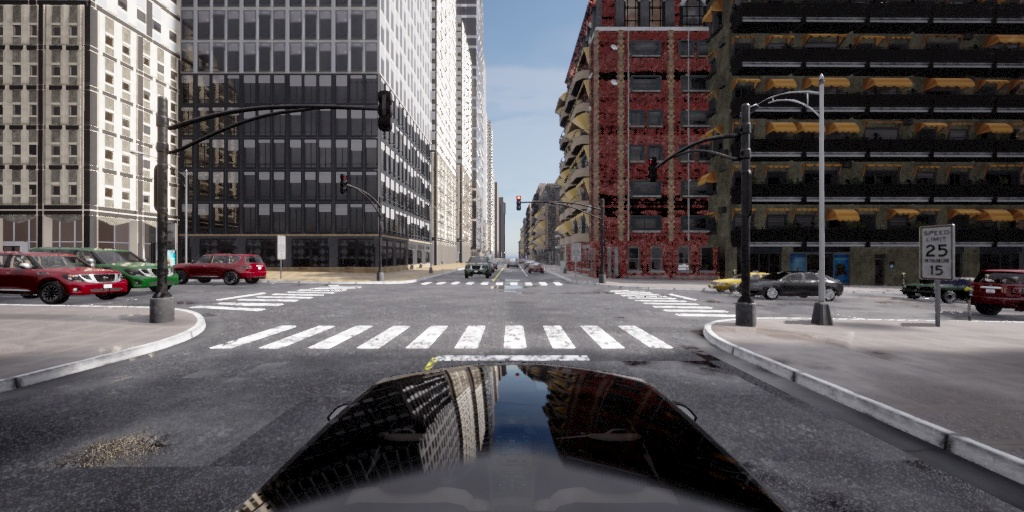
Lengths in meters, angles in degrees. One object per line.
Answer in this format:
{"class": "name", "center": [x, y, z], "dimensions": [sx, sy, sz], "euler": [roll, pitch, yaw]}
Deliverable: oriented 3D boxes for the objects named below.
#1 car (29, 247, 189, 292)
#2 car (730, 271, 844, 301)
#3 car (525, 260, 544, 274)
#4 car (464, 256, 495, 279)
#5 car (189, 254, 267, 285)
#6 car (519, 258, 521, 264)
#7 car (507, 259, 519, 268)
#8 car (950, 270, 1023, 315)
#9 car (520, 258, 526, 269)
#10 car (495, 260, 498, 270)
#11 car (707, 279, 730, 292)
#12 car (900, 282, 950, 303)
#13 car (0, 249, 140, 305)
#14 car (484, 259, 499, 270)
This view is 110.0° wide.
{"class": "car", "center": [-18.244, 0.658, 15.904], "dimensions": [5.566, 2.045, 2.150], "euler": [1, 0, -1]}
{"class": "car", "center": [14.922, 1.562, 19.344], "dimensions": [4.892, 1.490, 1.837], "euler": [1, 0, 2]}
{"class": "car", "center": [2.759, 1.341, 41.665], "dimensions": [1.802, 1.307, 4.207], "euler": [0, 0, 0]}
{"class": "car", "center": [-3.085, 0.977, 33.568], "dimensions": [2.150, 2.045, 5.566], "euler": [0, 0, 0]}
{"class": "car", "center": [-17.701, 0.776, 21.695], "dimensions": [5.009, 1.841, 2.192], "euler": [0, 0, 0]}
{"class": "car", "center": [2.718, 1.321, 60.230], "dimensions": [2.007, 1.370, 4.403], "euler": [0, 0, 0]}
{"class": "car", "center": [0.136, 1.336, 62.816], "dimensions": [1.994, 1.385, 4.181], "euler": [0, 0, -1]}
{"class": "car", "center": [20.604, 1.461, 13.663], "dimensions": [5.009, 1.841, 2.192], "euler": [0, 0, 0]}
{"class": "car", "center": [2.715, 1.317, 54.582], "dimensions": [2.007, 1.370, 4.403], "euler": [0, 0, 0]}
{"class": "car", "center": [-3.074, 1.286, 43.642], "dimensions": [1.812, 1.442, 4.674], "euler": [0, 0, 0]}
{"class": "car", "center": [14.639, 1.587, 21.962], "dimensions": [4.829, 1.417, 1.751], "euler": [0, 0, 0]}
{"class": "car", "center": [24.213, 1.827, 19.451], "dimensions": [4.718, 1.301, 1.895], "euler": [1, 0, -1]}
{"class": "car", "center": [-17.570, 0.757, 13.315], "dimensions": [5.009, 1.841, 2.192], "euler": [0, 0, 0]}
{"class": "car", "center": [-3.064, 1.244, 53.915], "dimensions": [1.882, 1.535, 5.008], "euler": [0, 0, 0]}
